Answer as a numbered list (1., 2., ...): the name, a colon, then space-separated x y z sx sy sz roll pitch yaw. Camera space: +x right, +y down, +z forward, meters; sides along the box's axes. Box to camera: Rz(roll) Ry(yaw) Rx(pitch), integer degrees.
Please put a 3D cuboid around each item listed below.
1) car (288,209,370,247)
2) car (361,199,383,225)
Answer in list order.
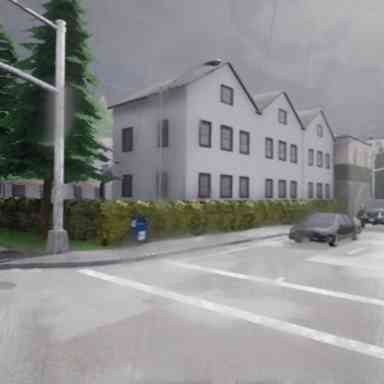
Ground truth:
1. car: 6.672 1.702 16.235 2.033 1.411 5.357 0 -1 42
2. car: 13.635 1.518 23.847 2.150 2.045 5.566 0 -1 42
